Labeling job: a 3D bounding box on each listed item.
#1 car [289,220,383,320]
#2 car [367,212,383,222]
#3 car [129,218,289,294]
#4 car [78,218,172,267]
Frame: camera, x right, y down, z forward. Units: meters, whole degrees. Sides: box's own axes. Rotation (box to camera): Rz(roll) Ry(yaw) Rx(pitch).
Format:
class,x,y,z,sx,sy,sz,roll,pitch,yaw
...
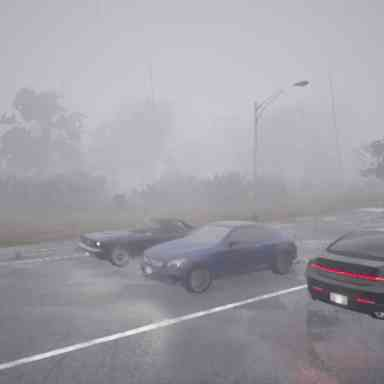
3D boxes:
class,x,y,z,sx,sy,sz,roll,pitch,yaw
car,4.382,1.506,6.875,4.892,1.490,1.837,0,0,-36
car,9.688,1.447,15.194,5.357,1.411,2.033,-2,1,-35
car,0.912,1.527,8.940,4.674,1.442,1.812,0,0,-36
car,-1.413,1.602,11.583,4.718,1.301,1.895,0,0,-36
